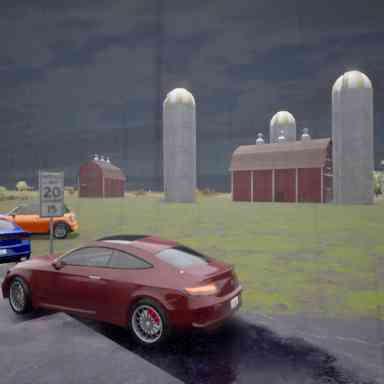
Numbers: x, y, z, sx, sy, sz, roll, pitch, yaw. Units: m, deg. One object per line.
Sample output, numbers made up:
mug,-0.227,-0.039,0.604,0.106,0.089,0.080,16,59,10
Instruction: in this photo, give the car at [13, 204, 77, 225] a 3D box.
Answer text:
car,-8.180,1.371,16.679,4.553,1.767,2.097,0,0,-13

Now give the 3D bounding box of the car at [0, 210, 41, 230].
car,-6.957,1.481,10.741,5.008,1.535,1.882,0,0,43

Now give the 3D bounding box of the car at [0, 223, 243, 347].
car,-1.398,1.529,6.173,4.674,1.442,1.812,0,0,27
